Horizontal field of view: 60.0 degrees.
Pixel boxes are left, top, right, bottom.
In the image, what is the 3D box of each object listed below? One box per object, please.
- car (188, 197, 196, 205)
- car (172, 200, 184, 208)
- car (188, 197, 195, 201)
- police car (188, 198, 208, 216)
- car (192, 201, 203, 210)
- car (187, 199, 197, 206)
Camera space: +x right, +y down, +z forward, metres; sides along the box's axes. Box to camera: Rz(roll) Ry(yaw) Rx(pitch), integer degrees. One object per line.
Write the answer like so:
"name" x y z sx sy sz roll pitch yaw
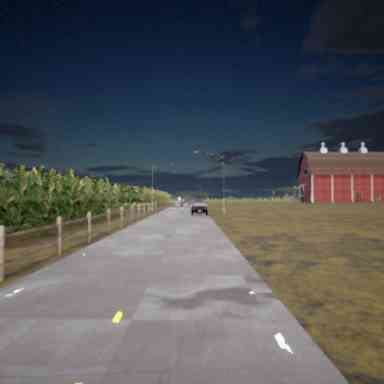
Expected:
"car" 0.070 2.449 90.057 2.150 2.045 5.566 0 -1 0
"car" -2.724 2.337 64.621 1.812 1.442 4.674 0 -1 1
"car" 0.861 1.935 48.434 2.097 1.767 4.553 0 -1 0
"police car" 0.854 1.875 38.571 1.930 1.638 5.238 0 -1 0
"car" 0.867 2.172 54.463 1.837 1.490 4.892 0 -1 0
"car" 0.058 2.397 75.021 2.128 1.511 4.902 0 -1 0
